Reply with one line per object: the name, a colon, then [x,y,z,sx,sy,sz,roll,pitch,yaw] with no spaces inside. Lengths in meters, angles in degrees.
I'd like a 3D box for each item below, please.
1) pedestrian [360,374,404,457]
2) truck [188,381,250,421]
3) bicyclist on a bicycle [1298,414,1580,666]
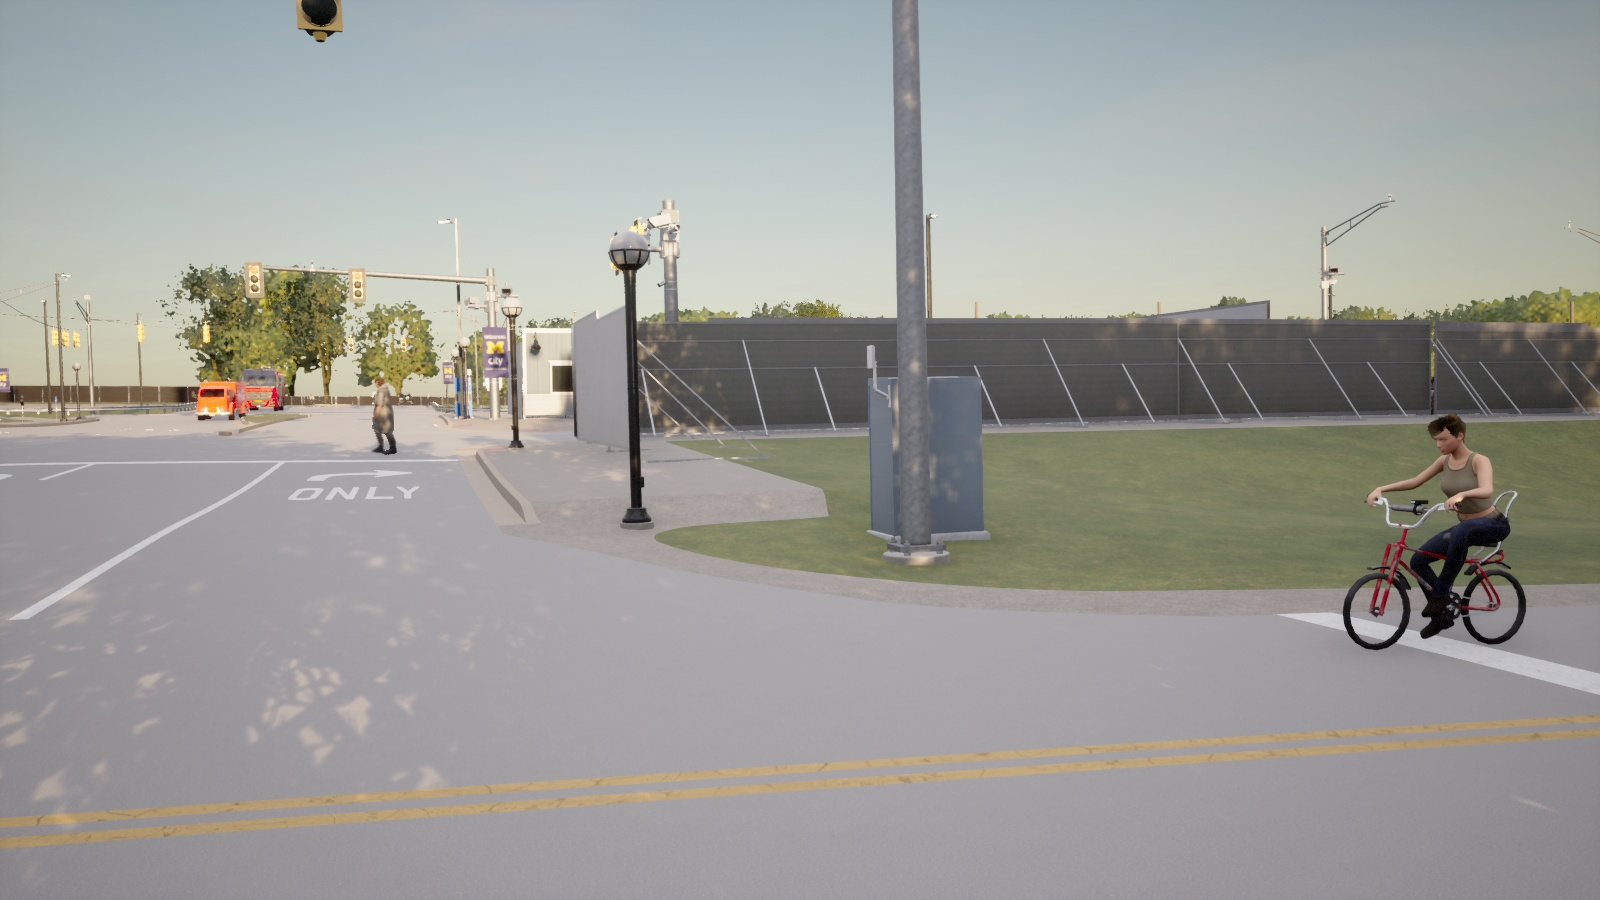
pedestrian: [-10.064,-0.843,30.261,0.873,1.952,0.659,-2,2,-10]
truck: [-37.259,-3.193,80.694,2.627,2.467,5.204,-1,3,-14]
bicyclist on a bicycle: [4.373,0.568,8.649,1.509,1.612,0.866,0,1,-14]
